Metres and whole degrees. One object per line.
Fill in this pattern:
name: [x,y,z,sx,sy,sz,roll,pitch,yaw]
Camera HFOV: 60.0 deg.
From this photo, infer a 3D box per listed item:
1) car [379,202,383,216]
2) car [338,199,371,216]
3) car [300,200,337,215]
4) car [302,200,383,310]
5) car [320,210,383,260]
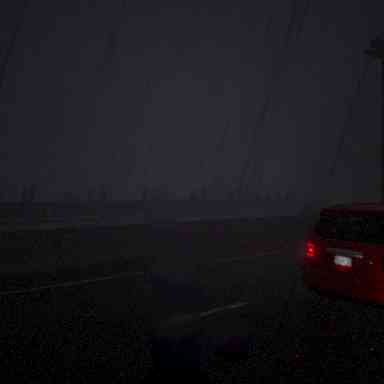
car: [21.264,1.724,34.933,1.994,1.385,4.181,0,0,42]
car: [17.731,1.628,36.238,1.882,1.535,5.008,0,0,43]
car: [14.419,1.691,37.744,2.033,1.411,5.357,0,0,44]
car: [4.738,1.257,7.174,5.566,2.045,2.150,0,0,-35]
car: [7.384,1.563,13.344,4.892,1.490,1.837,0,0,-36]
